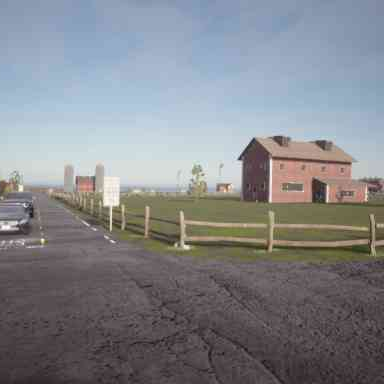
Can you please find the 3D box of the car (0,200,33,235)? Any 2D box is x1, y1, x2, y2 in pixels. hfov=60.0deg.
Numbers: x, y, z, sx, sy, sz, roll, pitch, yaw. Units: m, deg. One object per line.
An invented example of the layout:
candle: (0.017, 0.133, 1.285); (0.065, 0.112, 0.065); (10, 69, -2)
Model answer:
car: (-9.431, 1.338, 17.252); (1.812, 1.442, 4.674); (1, 0, -25)

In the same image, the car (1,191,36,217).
car: (-13.887, 0.950, 26.723); (2.150, 2.045, 5.566); (1, 0, -25)
